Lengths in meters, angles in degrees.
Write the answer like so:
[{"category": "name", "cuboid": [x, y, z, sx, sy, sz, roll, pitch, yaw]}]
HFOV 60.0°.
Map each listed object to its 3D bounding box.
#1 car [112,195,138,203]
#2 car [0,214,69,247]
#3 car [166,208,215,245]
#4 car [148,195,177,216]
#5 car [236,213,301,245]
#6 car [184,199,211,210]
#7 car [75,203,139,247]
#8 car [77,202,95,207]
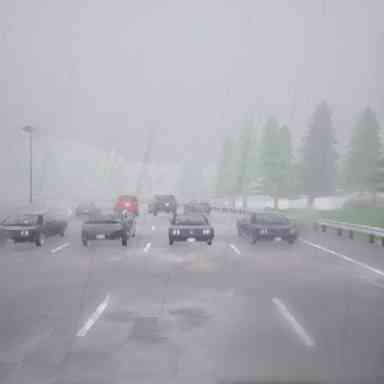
[{"category": "car", "cuboid": [-6.319, 1.258, 31.717, 2.150, 2.045, 5.566, 0, 0, -15]}, {"category": "car", "cuboid": [-7.140, 1.616, 14.987, 1.895, 1.301, 4.718, 0, 0, -3]}, {"category": "car", "cuboid": [-0.153, 1.616, 15.400, 1.895, 1.301, 4.718, 0, 0, -3]}, {"category": "car", "cuboid": [-2.938, 1.258, 32.620, 2.150, 2.045, 5.566, 0, 0, -15]}, {"category": "car", "cuboid": [3.341, 1.616, 15.607, 1.895, 1.301, 4.718, 0, 0, -3]}, {"category": "car", "cuboid": [0.451, 1.495, 33.494, 2.128, 1.511, 4.902, 0, 0, -15]}, {"category": "car", "cuboid": [-3.645, 1.495, 15.164, 2.128, 1.511, 4.902, 0, 0, -3]}, {"category": "car", "cuboid": [-9.693, 1.572, 30.785, 1.994, 1.385, 4.181, 0, 0, -15]}]
